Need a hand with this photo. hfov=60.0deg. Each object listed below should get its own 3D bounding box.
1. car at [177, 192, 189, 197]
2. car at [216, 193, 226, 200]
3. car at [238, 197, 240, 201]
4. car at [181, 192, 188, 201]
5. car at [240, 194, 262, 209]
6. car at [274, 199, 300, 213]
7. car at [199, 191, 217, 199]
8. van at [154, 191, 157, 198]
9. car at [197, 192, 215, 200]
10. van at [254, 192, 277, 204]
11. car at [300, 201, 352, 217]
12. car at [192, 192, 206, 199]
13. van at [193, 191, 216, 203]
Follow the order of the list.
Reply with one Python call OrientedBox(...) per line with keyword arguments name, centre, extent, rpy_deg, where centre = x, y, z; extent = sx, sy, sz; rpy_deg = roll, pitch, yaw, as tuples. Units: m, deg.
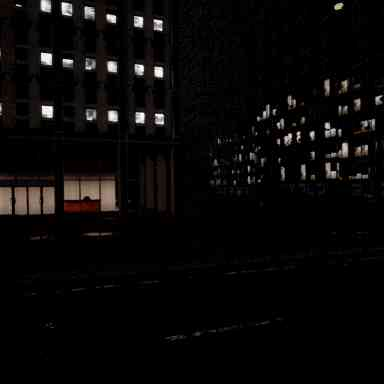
OrientedBox(name="car", centre=(-2.497, 0.711, 90.846), extent=(2.008, 1.369, 4.403), rpy_deg=(0, 1, -21))
OrientedBox(name="car", centre=(5.684, 0.955, 69.636), extent=(1.802, 1.307, 4.206), rpy_deg=(0, 1, -21))
OrientedBox(name="car", centre=(9.774, 1.060, 59.029), extent=(1.802, 1.307, 4.206), rpy_deg=(0, 1, -21))
OrientedBox(name="car", centre=(-2.135, 1.057, 66.621), extent=(2.008, 1.369, 4.403), rpy_deg=(0, 1, -21))
OrientedBox(name="car", centre=(8.040, 1.332, 40.089), extent=(1.947, 1.339, 4.313), rpy_deg=(0, 1, -21))
OrientedBox(name="car", centre=(10.031, 1.400, 34.766), extent=(1.802, 1.307, 4.206), rpy_deg=(0, 1, -21))
OrientedBox(name="car", centre=(3.638, 0.635, 74.935), extent=(2.192, 1.841, 5.009), rpy_deg=(0, 1, -21))
OrientedBox(name="van", centre=(-8.271, 0.688, 82.527), extent=(1.690, 1.788, 3.998), rpy_deg=(0, 1, -21))
OrientedBox(name="car", centre=(2.815, 0.880, 69.854), extent=(1.882, 1.535, 5.008), rpy_deg=(-1, 1, -21))
OrientedBox(name="van", centre=(11.818, 0.871, 53.724), extent=(1.690, 1.788, 3.998), rpy_deg=(0, 1, -21))
OrientedBox(name="car", centre=(12.060, 1.435, 29.454), extent=(1.947, 1.339, 4.313), rpy_deg=(0, 1, -21))
OrientedBox(name="car", centre=(1.593, 0.707, 80.239), extent=(1.967, 1.590, 4.097), rpy_deg=(0, 1, -21))
OrientedBox(name="van", centre=(1.955, 0.953, 56.013), extent=(1.690, 1.788, 3.998), rpy_deg=(0, 1, -21))
